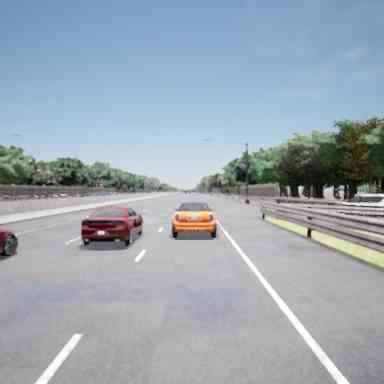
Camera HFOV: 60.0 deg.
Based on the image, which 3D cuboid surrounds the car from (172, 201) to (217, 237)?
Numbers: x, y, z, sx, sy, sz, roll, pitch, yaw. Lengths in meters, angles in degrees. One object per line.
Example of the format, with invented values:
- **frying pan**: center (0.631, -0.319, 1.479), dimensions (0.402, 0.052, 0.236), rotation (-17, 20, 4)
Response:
- **car**: center (0.107, 1.221, 17.391), dimensions (2.097, 1.767, 4.553), rotation (0, 0, 0)

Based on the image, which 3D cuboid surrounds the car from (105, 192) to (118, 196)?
- **car**: center (-21.011, 1.034, 89.218), dimensions (2.128, 1.511, 4.902), rotation (0, 0, 0)

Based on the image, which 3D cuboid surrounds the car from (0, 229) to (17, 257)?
- **car**: center (-6.909, 1.450, 9.495), dimensions (1.812, 1.442, 4.674), rotation (0, 0, 0)

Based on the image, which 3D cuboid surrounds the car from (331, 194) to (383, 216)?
- **car**: center (13.338, 1.179, 25.336), dimensions (2.150, 2.045, 5.566), rotation (0, 0, -23)

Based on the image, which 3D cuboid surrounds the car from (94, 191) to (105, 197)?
- **car**: center (-24.510, 0.734, 89.170), dimensions (2.150, 2.045, 5.566), rotation (0, 0, 0)

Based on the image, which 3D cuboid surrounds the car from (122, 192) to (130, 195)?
- **car**: center (-17.511, 0.986, 89.235), dimensions (1.882, 1.535, 5.008), rotation (0, 0, 0)

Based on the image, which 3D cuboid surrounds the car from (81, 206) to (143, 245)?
- **car**: center (-3.395, 1.363, 14.920), dimensions (1.882, 1.535, 5.008), rotation (0, 0, 0)
